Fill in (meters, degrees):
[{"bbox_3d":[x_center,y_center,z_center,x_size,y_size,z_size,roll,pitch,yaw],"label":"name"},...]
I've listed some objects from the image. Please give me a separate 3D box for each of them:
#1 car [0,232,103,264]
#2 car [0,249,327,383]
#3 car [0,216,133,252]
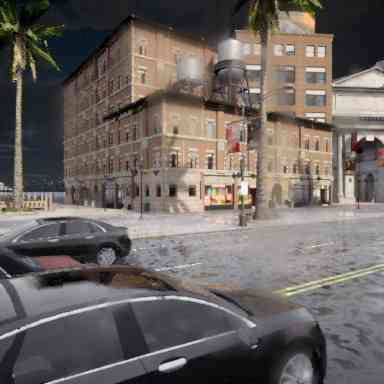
[{"bbox_3d":[-4.119,1.601,5.366,4.718,1.301,1.895,0,0,-35],"label":"car"},{"bbox_3d":[-0.689,1.506,3.173,4.892,1.490,1.837,0,0,-36],"label":"car"},{"bbox_3d":[-4.147,1.505,9.615,4.892,1.490,1.837,0,0,-35],"label":"car"}]
